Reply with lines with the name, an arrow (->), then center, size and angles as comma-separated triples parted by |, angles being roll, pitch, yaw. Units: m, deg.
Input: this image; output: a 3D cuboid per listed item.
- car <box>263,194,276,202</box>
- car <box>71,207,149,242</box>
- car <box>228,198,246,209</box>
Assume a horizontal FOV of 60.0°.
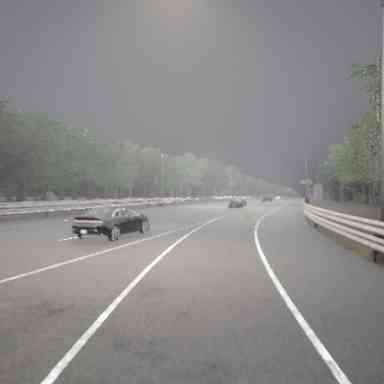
car -> 19.047, 1.522, 83.287 | 2.150, 2.045, 5.566 | 0, -1, 19
car -> -3.793, 1.466, 16.351 | 2.128, 1.511, 4.902 | 0, 0, 19
car -> 6.330, 1.564, 46.187 | 1.812, 1.442, 4.674 | 0, 0, 19
